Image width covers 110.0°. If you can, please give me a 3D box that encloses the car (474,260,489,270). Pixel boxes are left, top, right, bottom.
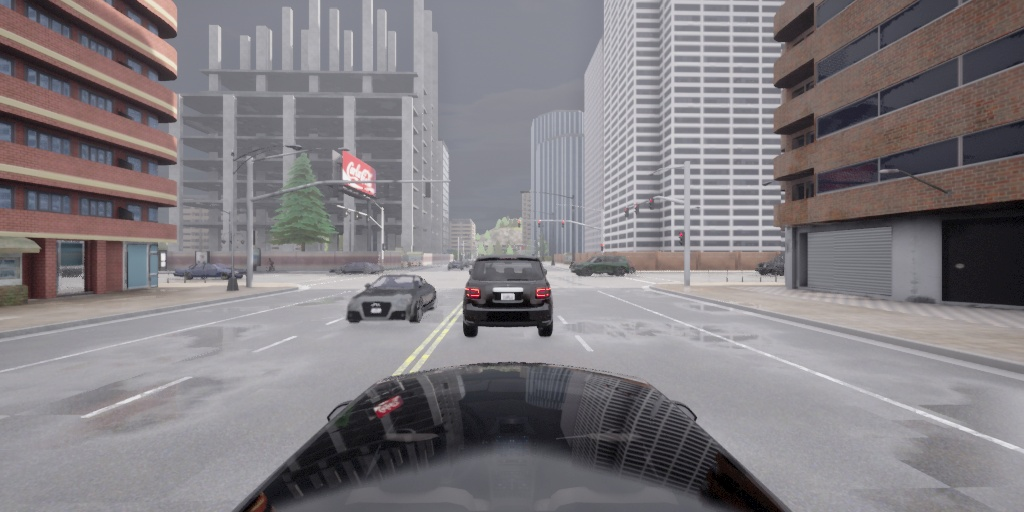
[{"bbox_3d":[-4.625,1.351,54.738,1.895,1.301,4.718,0,0,-1],"label":"car"}]

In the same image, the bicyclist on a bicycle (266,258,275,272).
[{"bbox_3d":[-28.675,1.051,42.574,0.582,1.620,1.656,0,0,-1],"label":"bicyclist on a bicycle"}]

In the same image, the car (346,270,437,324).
[{"bbox_3d":[-3.763,1.314,11.858,1.994,1.385,4.181,0,0,-1],"label":"car"}]

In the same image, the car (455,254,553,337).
[{"bbox_3d":[-0.114,0.971,10.431,2.150,2.045,5.566,0,0,-1],"label":"car"}]

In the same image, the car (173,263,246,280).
[{"bbox_3d":[-25.603,1.297,30.664,5.357,1.411,2.033,0,0,-1],"label":"car"}]

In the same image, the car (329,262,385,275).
[{"bbox_3d":[-16.391,1.297,38.099,5.357,1.411,2.033,0,0,-1],"label":"car"}]

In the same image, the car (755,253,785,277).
[{"bbox_3d":[27.406,0.970,35.693,5.566,2.045,2.150,0,0,-1],"label":"car"}]

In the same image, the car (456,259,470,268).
[{"bbox_3d":[-8.233,1.255,60.823,1.837,1.490,4.892,0,0,-1],"label":"car"}]

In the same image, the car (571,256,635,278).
[{"bbox_3d":[8.504,0.972,34.507,5.566,2.045,2.150,0,0,-11],"label":"car"}]

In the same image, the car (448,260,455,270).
[{"bbox_3d":[-8.077,1.314,52.203,1.994,1.385,4.181,0,0,-1],"label":"car"}]
